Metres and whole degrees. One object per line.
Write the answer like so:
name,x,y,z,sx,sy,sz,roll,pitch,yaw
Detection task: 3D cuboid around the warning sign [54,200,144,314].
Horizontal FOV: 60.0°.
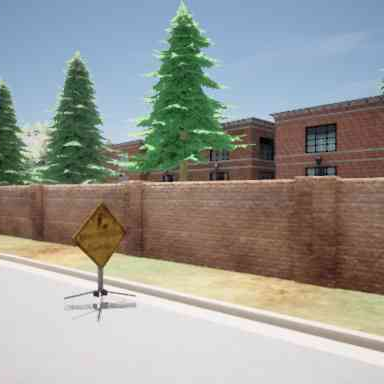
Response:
warning sign,-1.766,1.115,6.419,1.060,1.860,1.300,0,0,36
